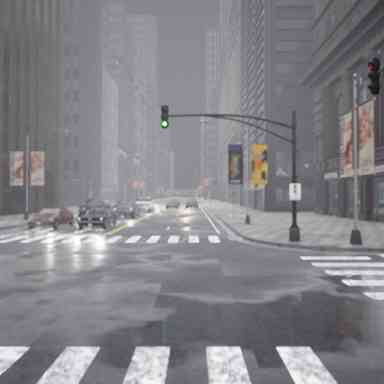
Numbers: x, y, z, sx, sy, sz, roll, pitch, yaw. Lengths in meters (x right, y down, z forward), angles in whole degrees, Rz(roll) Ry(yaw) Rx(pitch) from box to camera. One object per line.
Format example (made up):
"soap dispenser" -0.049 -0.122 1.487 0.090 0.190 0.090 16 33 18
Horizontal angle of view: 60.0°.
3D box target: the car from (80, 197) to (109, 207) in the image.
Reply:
"car" -9.851 1.579 34.334 2.150 2.045 5.566 0 -1 0

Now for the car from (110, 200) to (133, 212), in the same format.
"car" -9.837 1.974 46.744 2.128 1.511 4.902 0 0 0

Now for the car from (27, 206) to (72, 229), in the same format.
"car" -9.847 1.773 23.666 1.812 1.442 4.674 0 -1 0

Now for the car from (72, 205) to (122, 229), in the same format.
"car" -6.592 1.848 23.650 1.895 1.301 4.718 0 -1 0

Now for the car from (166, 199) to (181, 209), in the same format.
"car" -3.255 2.132 55.161 1.994 1.385 4.181 0 -1 0

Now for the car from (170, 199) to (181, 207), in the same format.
"car" -3.256 2.173 65.167 1.837 1.490 4.892 0 -1 0

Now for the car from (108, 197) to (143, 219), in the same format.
"car" -6.599 1.703 33.655 2.097 1.767 4.553 0 -1 0

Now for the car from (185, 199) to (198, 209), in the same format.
"car" -0.005 1.920 55.133 2.097 1.767 4.553 0 -1 0

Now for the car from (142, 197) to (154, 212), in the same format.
"car" -6.594 1.694 45.564 2.150 2.045 5.566 0 -1 1

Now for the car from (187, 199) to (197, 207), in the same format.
"car" -0.006 2.173 65.167 1.837 1.490 4.892 0 -1 0
